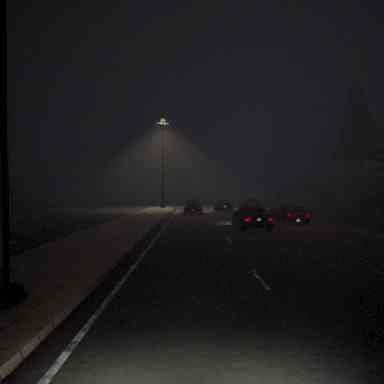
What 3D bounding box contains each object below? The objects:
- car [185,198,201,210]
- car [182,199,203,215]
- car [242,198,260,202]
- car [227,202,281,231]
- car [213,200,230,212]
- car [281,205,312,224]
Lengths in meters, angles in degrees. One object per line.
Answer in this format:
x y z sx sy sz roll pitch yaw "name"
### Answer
0.093 1.564 43.216 1.994 1.385 4.181 0 0 0 "car"
0.094 1.526 34.301 1.812 1.442 4.674 0 0 0 "car"
7.099 1.478 39.888 1.882 1.535 5.008 0 0 0 "car"
3.600 1.548 20.365 2.033 1.411 5.357 0 0 0 "car"
3.606 1.564 38.892 1.994 1.385 4.181 0 0 -1 "car"
7.100 1.600 24.447 1.895 1.301 4.718 0 0 0 "car"
